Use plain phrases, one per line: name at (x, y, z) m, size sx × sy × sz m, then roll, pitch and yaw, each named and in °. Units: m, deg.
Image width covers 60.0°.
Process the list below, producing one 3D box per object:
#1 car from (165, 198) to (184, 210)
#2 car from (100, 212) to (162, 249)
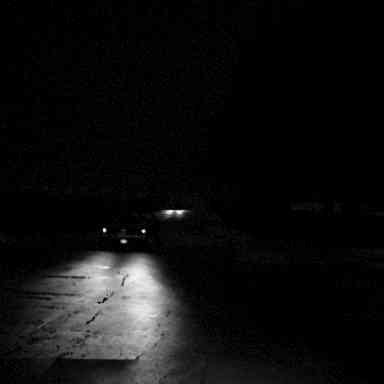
car at (-2.045, 1.417, 39.617) m, size 1.994 × 1.385 × 4.181 m, roll 0°, pitch 0°, yaw 1°
car at (-2.466, 1.544, 14.360) m, size 1.895 × 1.301 × 4.718 m, roll 1°, pitch -1°, yaw 1°
